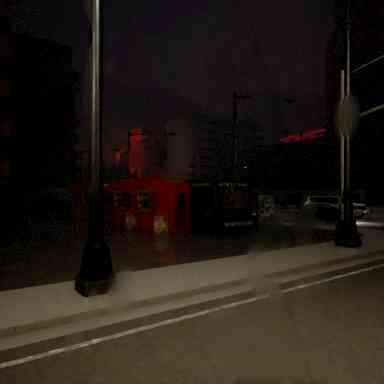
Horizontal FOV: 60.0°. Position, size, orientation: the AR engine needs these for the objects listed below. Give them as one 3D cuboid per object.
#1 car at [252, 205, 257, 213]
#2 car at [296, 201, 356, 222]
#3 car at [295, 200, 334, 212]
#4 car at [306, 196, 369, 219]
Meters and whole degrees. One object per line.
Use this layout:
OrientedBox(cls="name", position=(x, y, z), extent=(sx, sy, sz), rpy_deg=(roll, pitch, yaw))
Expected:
OrientedBox(cls="car", position=(5.966, 1.786, 39.414), extent=(1.812, 1.442, 4.674), rpy_deg=(0, -1, -36))
OrientedBox(cls="car", position=(10.585, 1.667, 27.047), extent=(1.994, 1.385, 4.181), rpy_deg=(0, -1, -36))
OrientedBox(cls="car", position=(16.008, 1.752, 43.727), extent=(1.812, 1.442, 4.674), rpy_deg=(0, -1, -36))
OrientedBox(cls="car", position=(12.805, 1.338, 29.956), extent=(2.150, 2.045, 5.566), rpy_deg=(0, -1, -36))
